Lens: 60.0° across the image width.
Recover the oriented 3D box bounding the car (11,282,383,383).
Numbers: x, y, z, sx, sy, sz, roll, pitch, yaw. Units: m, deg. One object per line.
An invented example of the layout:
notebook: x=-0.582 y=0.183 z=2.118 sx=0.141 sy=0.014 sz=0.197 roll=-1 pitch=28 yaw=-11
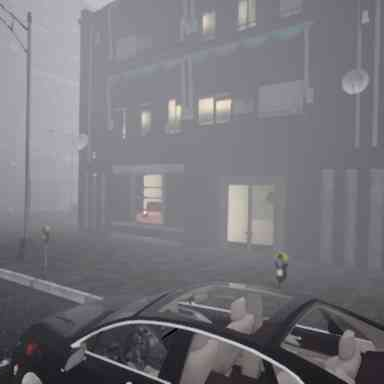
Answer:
car: x=0.100 y=1.541 z=2.945 sx=4.403 sy=1.369 sz=2.008 roll=0 pitch=1 yaw=35

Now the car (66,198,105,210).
car: x=-13.591 y=1.498 z=42.828 sx=1.887 sy=1.381 sz=4.507 roll=1 pitch=0 yaw=36

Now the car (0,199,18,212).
car: x=-20.129 y=1.411 z=33.899 sx=2.008 sy=1.369 sz=4.403 roll=1 pitch=0 yaw=36

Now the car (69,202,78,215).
car: x=-10.105 y=1.661 z=33.407 sx=1.947 sy=1.339 sz=4.313 roll=1 pitch=0 yaw=36
